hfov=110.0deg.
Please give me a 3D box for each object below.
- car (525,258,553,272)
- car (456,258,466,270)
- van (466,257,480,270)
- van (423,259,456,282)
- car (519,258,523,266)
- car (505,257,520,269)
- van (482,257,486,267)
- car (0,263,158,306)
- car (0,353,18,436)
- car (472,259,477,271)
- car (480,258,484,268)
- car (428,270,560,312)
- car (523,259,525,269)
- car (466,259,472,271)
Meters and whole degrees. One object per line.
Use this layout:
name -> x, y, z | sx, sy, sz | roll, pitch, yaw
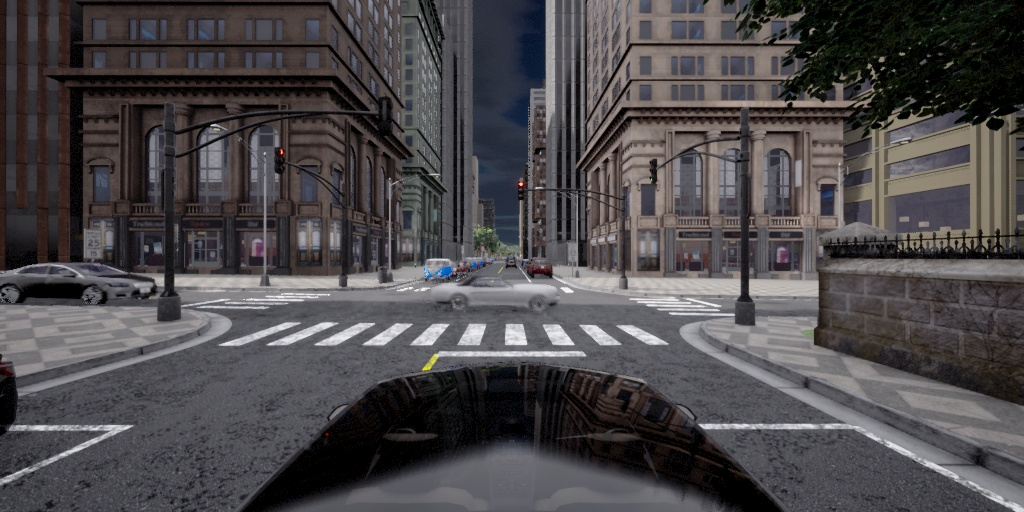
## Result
car -> 2.678, 1.085, 33.860 | 2.192, 1.841, 5.009 | 0, 0, 0
car -> -5.847, 1.210, 33.829 | 1.967, 1.591, 4.097 | 0, 0, 0
van -> -5.890, 1.134, 50.153 | 1.690, 1.789, 3.998 | 0, 0, 0
van -> -5.833, 1.105, 28.389 | 1.690, 1.789, 3.998 | 0, 0, 0
car -> 2.621, 1.352, 55.623 | 2.007, 1.370, 4.403 | 0, 0, 0
car -> -0.099, 1.312, 59.049 | 1.837, 1.490, 4.892 | 0, 0, 1
van -> -5.919, 1.151, 61.035 | 1.690, 1.789, 3.998 | 0, 0, 0
car -> -16.470, 1.012, 13.660 | 4.902, 1.511, 2.128 | 1, 0, -1
car -> -5.762, 1.316, 1.732 | 1.948, 1.339, 4.313 | 0, 0, 0
car -> -5.876, 1.351, 44.711 | 1.948, 1.339, 4.313 | 0, 0, 0
car -> -5.904, 1.347, 55.594 | 1.888, 1.381, 4.507 | 0, 0, 0
car -> -0.562, 1.371, 13.749 | 4.718, 1.301, 1.895 | 1, 0, 0
car -> 2.664, 1.092, 39.301 | 2.192, 1.841, 5.009 | 0, 0, 0
car -> -5.861, 1.322, 39.270 | 1.888, 1.381, 4.507 | 0, 0, 0
